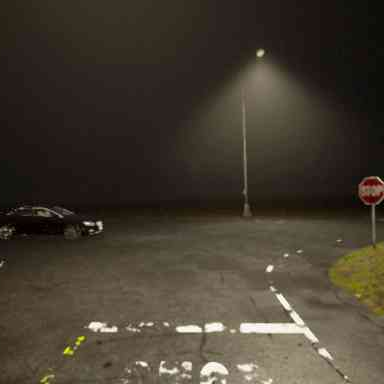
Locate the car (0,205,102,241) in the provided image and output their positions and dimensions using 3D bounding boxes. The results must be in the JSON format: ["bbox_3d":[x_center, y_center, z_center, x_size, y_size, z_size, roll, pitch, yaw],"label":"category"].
[{"bbox_3d":[-6.676,1.370,15.381,4.902,1.511,2.128,0,0,0],"label":"car"}]
